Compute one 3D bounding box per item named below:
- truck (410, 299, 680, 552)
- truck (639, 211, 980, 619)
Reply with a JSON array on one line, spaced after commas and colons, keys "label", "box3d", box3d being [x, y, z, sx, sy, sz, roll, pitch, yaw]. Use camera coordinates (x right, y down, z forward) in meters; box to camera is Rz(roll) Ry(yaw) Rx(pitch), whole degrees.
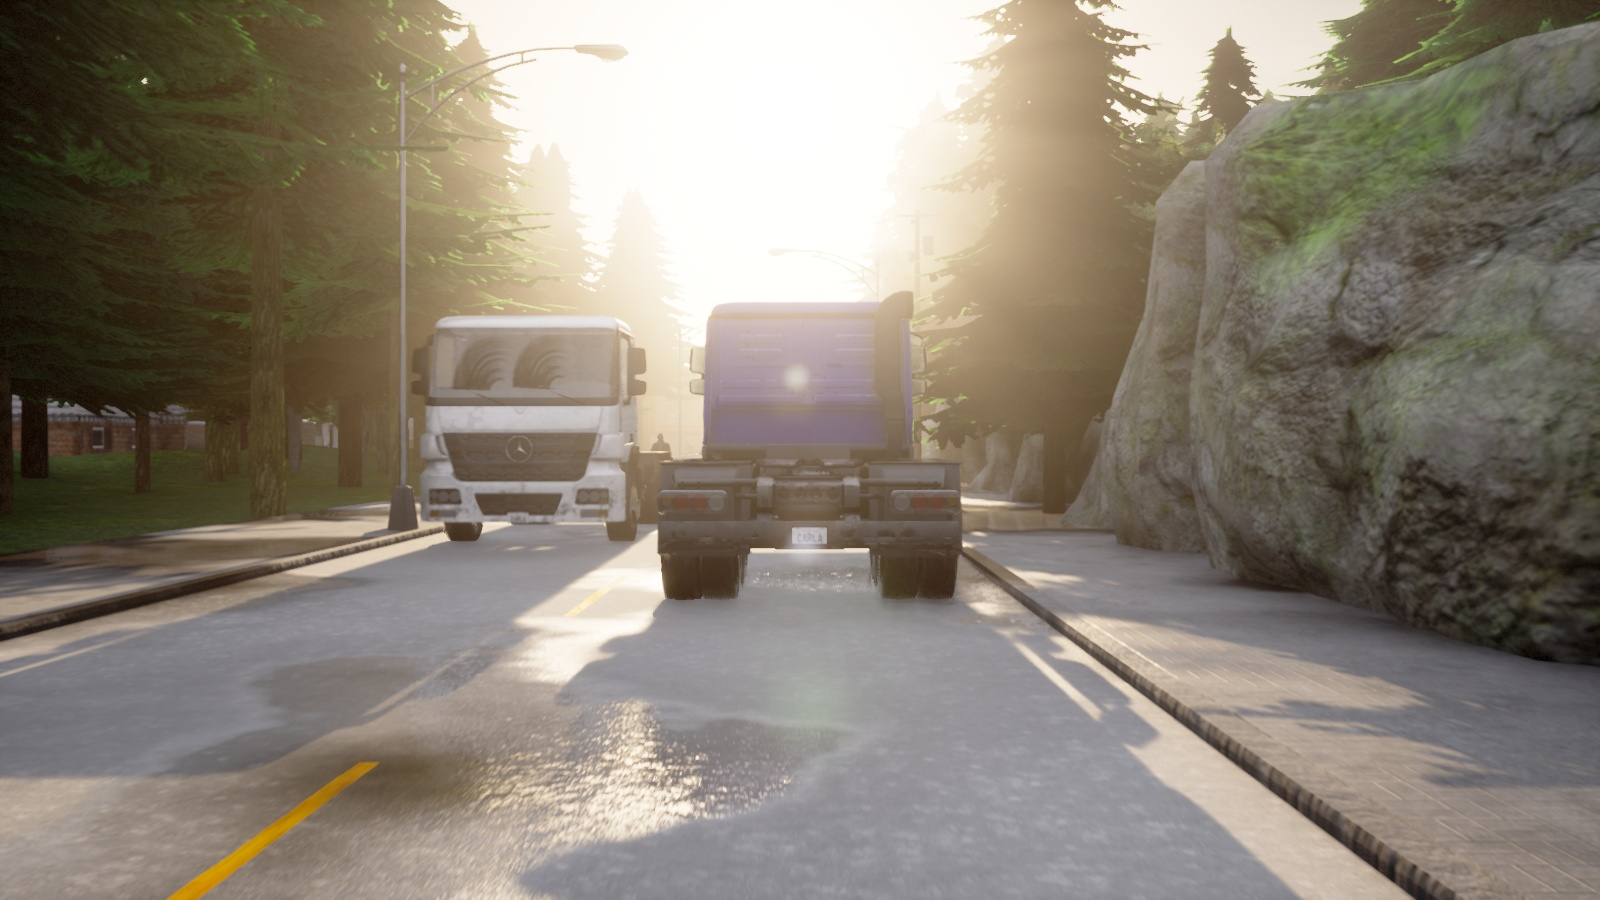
[{"label": "truck", "box3d": [-3.866, -0.360, 21.147, 2.891, 3.462, 7.936, 0, 0, 0]}, {"label": "truck", "box3d": [0.098, -0.319, 14.634, 2.891, 3.462, 7.936, 0, 0, 0]}]
